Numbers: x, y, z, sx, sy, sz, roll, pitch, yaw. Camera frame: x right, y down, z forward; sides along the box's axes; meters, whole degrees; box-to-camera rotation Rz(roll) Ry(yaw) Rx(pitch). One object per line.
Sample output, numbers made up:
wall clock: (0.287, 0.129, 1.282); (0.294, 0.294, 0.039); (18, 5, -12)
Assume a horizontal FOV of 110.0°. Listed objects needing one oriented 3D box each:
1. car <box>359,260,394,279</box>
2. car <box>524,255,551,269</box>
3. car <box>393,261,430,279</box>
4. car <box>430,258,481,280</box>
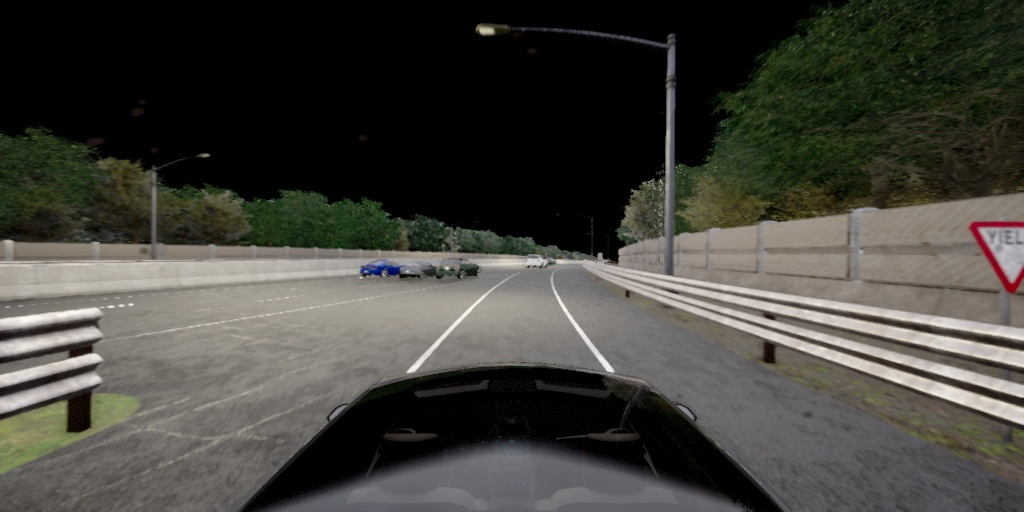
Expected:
car: (-10.787, 1.078, 30.732); (1.882, 1.535, 5.008); (0, 0, 18)
car: (3.717, 0.861, 52.534); (2.150, 2.045, 5.566); (0, -1, 18)
car: (-7.471, 1.149, 29.632); (1.994, 1.385, 4.181); (-1, 0, 18)
car: (-4.162, 0.916, 28.505); (2.097, 1.767, 4.553); (-1, 0, 18)
